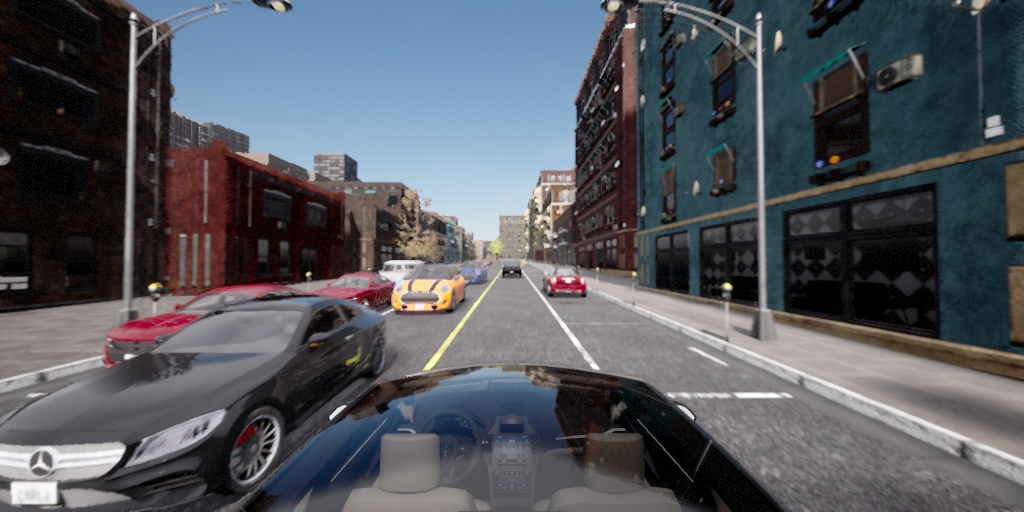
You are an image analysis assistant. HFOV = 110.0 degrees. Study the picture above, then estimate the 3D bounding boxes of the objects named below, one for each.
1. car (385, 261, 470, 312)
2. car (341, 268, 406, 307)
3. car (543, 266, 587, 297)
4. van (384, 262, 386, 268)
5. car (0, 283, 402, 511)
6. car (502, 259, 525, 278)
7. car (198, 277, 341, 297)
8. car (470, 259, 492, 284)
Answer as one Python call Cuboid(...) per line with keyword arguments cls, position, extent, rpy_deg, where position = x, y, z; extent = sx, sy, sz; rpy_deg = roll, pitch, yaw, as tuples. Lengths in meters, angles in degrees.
Cuboid(cls="car", position=(-3.095, 1.134, 14.261), extent=(2.097, 1.767, 4.553), rpy_deg=(0, 0, 0))
Cuboid(cls="car", position=(-5.691, 1.325, 13.371), extent=(1.888, 1.381, 4.507), rpy_deg=(0, 0, 0))
Cuboid(cls="car", position=(2.689, 1.234, 19.120), extent=(1.967, 1.591, 4.097), rpy_deg=(0, 0, 0))
Cuboid(cls="van", position=(-5.691, 1.135, 19.059), extent=(1.690, 1.789, 3.998), rpy_deg=(0, 0, 0))
Cuboid(cls="car", position=(-3.093, 1.283, 4.651), extent=(1.812, 1.442, 4.674), rpy_deg=(0, 0, 0))
Cuboid(cls="car", position=(0.002, 1.314, 35.538), extent=(1.882, 1.535, 5.008), rpy_deg=(0, 0, 0))
Cuboid(cls="car", position=(-5.767, 1.310, 7.689), extent=(1.888, 1.381, 4.507), rpy_deg=(0, 0, 0))
Cuboid(cls="car", position=(-3.058, 1.167, 27.285), extent=(2.097, 1.767, 4.553), rpy_deg=(0, 0, 3))
